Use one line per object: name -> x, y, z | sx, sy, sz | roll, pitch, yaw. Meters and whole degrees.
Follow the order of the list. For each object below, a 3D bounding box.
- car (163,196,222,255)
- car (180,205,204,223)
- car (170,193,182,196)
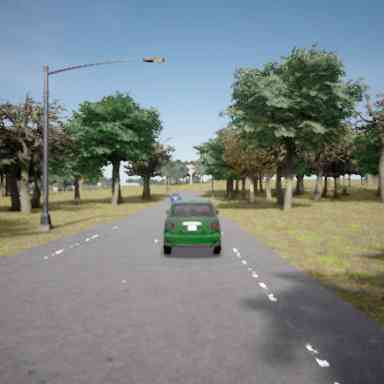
car -> 0.012, 1.336, 14.024 | 2.150, 2.045, 5.566 | 0, 0, 0
car -> 0.025, 1.838, 29.099 | 1.895, 1.301, 4.718 | 0, 0, 0
car -> -3.443, 1.198, 71.750 | 2.150, 2.045, 5.566 | 0, 1, 0
